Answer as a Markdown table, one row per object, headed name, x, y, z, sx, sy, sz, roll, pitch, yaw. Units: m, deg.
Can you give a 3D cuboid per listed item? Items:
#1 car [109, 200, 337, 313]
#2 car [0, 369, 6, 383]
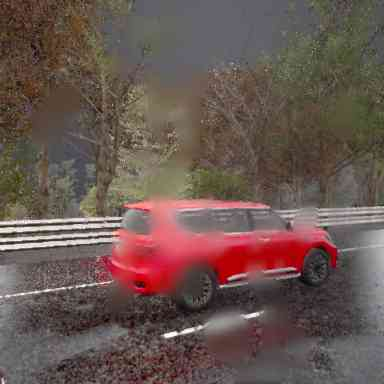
| name | x | y | z | sx | sy | sz | roll | pitch | yaw |
| --- | --- | --- | --- | --- | --- | --- | --- | --- | --- |
| car | 0.904 | 1.219 | 7.829 | 5.566 | 2.045 | 2.150 | 0 | 0 | -30 |
| car | -3.452 | 1.505 | 1.287 | 4.892 | 1.490 | 1.837 | 0 | 0 | -30 |
